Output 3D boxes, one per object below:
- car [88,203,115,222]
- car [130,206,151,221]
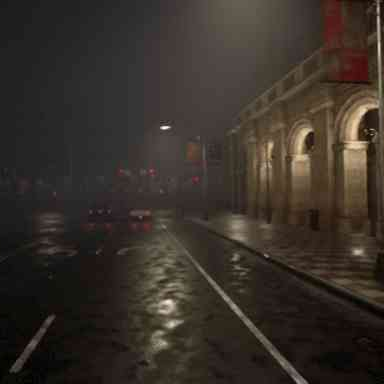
[{"bbox_3d":[-8.486,1.833,31.555,2.097,1.767,4.553,-1,-1,-9],"label":"car"},{"bbox_3d":[-4.926,2.015,32.026,1.895,1.301,4.718,-1,-1,-8],"label":"car"}]
